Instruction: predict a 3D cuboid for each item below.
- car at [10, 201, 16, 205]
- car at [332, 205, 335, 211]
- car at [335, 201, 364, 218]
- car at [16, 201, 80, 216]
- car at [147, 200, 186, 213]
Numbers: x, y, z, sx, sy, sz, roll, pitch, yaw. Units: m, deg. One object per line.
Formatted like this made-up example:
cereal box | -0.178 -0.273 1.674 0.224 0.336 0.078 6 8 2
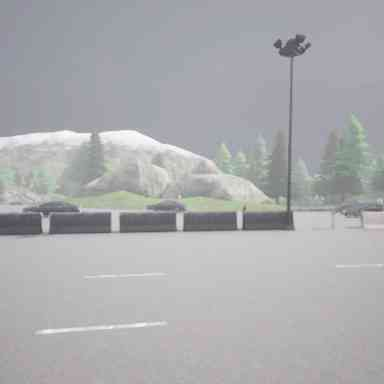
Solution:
car | -43.137 2.928 81.911 1.812 1.442 4.674 1 -4 -6
car | 19.278 1.820 40.078 4.902 1.511 2.128 0 0 -11
car | 17.069 1.760 32.507 4.902 1.511 2.128 0 0 -11
car | -12.788 1.582 30.172 4.892 1.490 1.837 0 0 -11
car | -2.992 1.703 39.210 4.674 1.442 1.812 0 0 9
